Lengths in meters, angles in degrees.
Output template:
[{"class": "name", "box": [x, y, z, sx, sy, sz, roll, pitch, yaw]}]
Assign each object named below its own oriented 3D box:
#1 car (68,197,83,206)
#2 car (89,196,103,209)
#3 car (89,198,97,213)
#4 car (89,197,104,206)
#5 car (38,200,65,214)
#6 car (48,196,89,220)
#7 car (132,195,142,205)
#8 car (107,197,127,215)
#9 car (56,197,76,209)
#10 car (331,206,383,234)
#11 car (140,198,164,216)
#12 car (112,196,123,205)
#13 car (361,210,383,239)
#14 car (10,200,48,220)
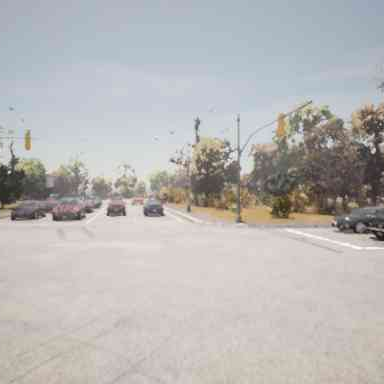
[{"class": "car", "box": [-19.772, 1.647, 56.592, 1.994, 1.385, 4.181, 0, 0, -12]}, {"class": "car", "box": [-13.952, 1.381, 46.368, 2.097, 1.767, 4.553, 0, 0, -12]}, {"class": "car", "box": [-11.920, 1.614, 36.657, 1.895, 1.301, 4.718, 0, 0, -11]}, {"class": "car", "box": [-16.108, 1.560, 56.222, 2.128, 1.511, 4.902, 0, 0, -12]}, {"class": "car", "box": [-15.605, 1.587, 37.226, 1.994, 1.385, 4.181, 0, 0, -12]}, {"class": "car", "box": [-10.201, 1.364, 27.831, 2.097, 1.767, 4.553, 0, 0, -11]}, {"class": "car", "box": [-9.916, 1.418, 60.693, 2.097, 1.767, 4.553, 0, 0, -12]}, {"class": "car", "box": [-7.645, 1.529, 33.933, 1.812, 1.442, 4.674, 0, 0, -11]}, {"class": "car", "box": [-17.651, 1.520, 46.899, 1.882, 1.535, 5.008, 0, 0, -12]}, {"class": "car", "box": [10.560, 1.601, 19.335, 4.892, 1.490, 1.837, 1, 0, -9]}, {"class": "car", "box": [-3.857, 1.520, 32.805, 1.812, 1.442, 4.674, 0, 0, -11]}, {"class": "car", "box": [-13.413, 1.555, 60.345, 1.882, 1.535, 5.008, 0, 0, -12]}, {"class": "car", "box": [10.937, 1.693, 15.853, 4.718, 1.301, 1.895, 1, 0, -9]}, {"class": "car", "box": [-13.900, 1.526, 28.487, 1.837, 1.490, 4.892, 0, 0, -10]}]
